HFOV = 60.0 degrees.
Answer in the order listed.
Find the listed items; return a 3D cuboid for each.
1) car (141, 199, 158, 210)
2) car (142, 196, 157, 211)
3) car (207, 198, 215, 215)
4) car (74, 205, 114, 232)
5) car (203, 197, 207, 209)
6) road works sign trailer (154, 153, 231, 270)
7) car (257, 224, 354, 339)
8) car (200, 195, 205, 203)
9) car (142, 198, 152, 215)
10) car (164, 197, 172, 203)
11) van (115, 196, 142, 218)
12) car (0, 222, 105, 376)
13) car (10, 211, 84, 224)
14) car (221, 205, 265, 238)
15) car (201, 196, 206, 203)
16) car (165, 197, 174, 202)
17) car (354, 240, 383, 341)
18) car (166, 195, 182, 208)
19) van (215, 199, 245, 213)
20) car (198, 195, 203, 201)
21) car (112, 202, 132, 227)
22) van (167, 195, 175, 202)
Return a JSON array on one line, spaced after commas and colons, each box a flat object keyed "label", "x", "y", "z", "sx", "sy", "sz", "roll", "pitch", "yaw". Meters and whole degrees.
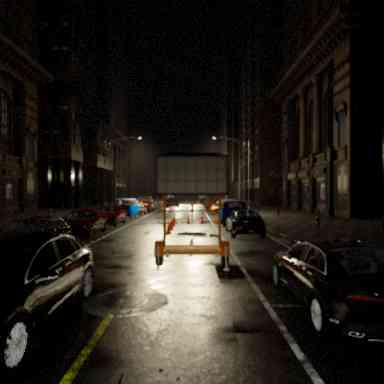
[{"label": "car", "x": -5.742, "y": 1.671, "z": 45.640, "sx": 1.752, "sy": 1.417, "sz": 4.829, "roll": 0, "pitch": 0, "yaw": 0}, {"label": "car", "x": -5.744, "y": 1.443, "z": 40.192, "sx": 2.192, "sy": 1.841, "sz": 5.009, "roll": 0, "pitch": 0, "yaw": 0}, {"label": "car", "x": 2.778, "y": 1.635, "z": 34.751, "sx": 1.752, "sy": 1.417, "sz": 4.829, "roll": 0, "pitch": 0, "yaw": 0}, {"label": "car", "x": -5.755, "y": 1.599, "z": 17.718, "sx": 1.887, "sy": 1.381, "sz": 4.507, "roll": 0, "pitch": 0, "yaw": 0}, {"label": "car", "x": 2.783, "y": 1.728, "z": 45.819, "sx": 1.802, "sy": 1.307, "sz": 4.206, "roll": 0, "pitch": 0, "yaw": 0}, {"label": "road works sign trailer", "x": 0.005, "y": 0.498, "z": 11.096, "sx": 2.380, "sy": 3.560, "sz": 2.880, "roll": 0, "pitch": 0, "yaw": 0}, {"label": "car", "x": 2.765, "y": 1.570, "z": 6.487, "sx": 2.008, "sy": 1.369, "sz": 4.403, "roll": 0, "pitch": 0, "yaw": 0}, {"label": "car", "x": 2.788, "y": 1.711, "z": 57.226, "sx": 1.752, "sy": 1.417, "sz": 4.829, "roll": 0, "pitch": 0, "yaw": 0}, {"label": "car", "x": -5.747, "y": 1.660, "z": 34.573, "sx": 2.008, "sy": 1.369, "sz": 4.403, "roll": 0, "pitch": 0, "yaw": 0}, {"label": "car", "x": -5.727, "y": 1.852, "z": 79.520, "sx": 1.802, "sy": 1.307, "sz": 4.206, "roll": 0, "pitch": 0, "yaw": 0}, {"label": "van", "x": -5.750, "y": 1.432, "z": 28.955, "sx": 1.690, "sy": 1.788, "sz": 3.998, "roll": 0, "pitch": 0, "yaw": 0}, {"label": "car", "x": -3.098, "y": 1.522, "z": 5.646, "sx": 1.837, "sy": 1.490, "sz": 4.892, "roll": 0, "pitch": 0, "yaw": 0}, {"label": "car", "x": -5.757, "y": 1.587, "z": 12.105, "sx": 2.008, "sy": 1.369, "sz": 4.403, "roll": 0, "pitch": 0, "yaw": 0}, {"label": "car", "x": 2.770, "y": 1.605, "z": 17.725, "sx": 2.008, "sy": 1.369, "sz": 4.403, "roll": 0, "pitch": 0, "yaw": 0}, {"label": "car", "x": 2.785, "y": 1.747, "z": 51.437, "sx": 1.802, "sy": 1.307, "sz": 4.206, "roll": 0, "pitch": 0, "yaw": 0}, {"label": "car", "x": -5.725, "y": 1.858, "z": 85.138, "sx": 1.947, "sy": 1.339, "sz": 4.313, "roll": 0, "pitch": 0, "yaw": 0}, {"label": "car", "x": 2.763, "y": 1.318, "z": 0.870, "sx": 2.192, "sy": 1.841, "sz": 5.009, "roll": 0, "pitch": 0, "yaw": 0}, {"label": "car", "x": -2.981, "y": 1.649, "z": 52.962, "sx": 1.882, "sy": 1.535, "sz": 5.008, "roll": 0, "pitch": 0, "yaw": 0}, {"label": "van", "x": 2.773, "y": 1.414, "z": 23.344, "sx": 1.690, "sy": 1.788, "sz": 3.998, "roll": 0, "pitch": 0, "yaw": 0}, {"label": "car", "x": 2.793, "y": 1.793, "z": 68.294, "sx": 1.947, "sy": 1.339, "sz": 4.313, "roll": 0, "pitch": 0, "yaw": 0}, {"label": "car", "x": -5.752, "y": 1.617, "z": 23.336, "sx": 1.887, "sy": 1.381, "sz": 4.507, "roll": 0, "pitch": 0, "yaw": 0}, {"label": "van", "x": -5.722, "y": 1.655, "z": 90.757, "sx": 1.690, "sy": 1.788, "sz": 3.998, "roll": 0, "pitch": 0, "yaw": 0}]
